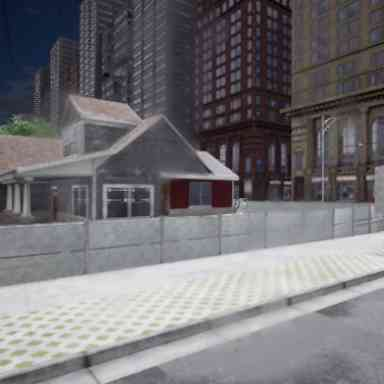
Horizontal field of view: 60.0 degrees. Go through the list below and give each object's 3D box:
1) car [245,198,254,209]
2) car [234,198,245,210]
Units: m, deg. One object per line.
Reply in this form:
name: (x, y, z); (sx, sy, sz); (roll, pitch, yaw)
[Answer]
car: (6.913, 1.540, 41.715); (1.812, 1.442, 4.674); (0, 0, -35)
car: (3.487, 1.222, 40.938); (2.150, 2.045, 5.566); (0, 0, -35)
